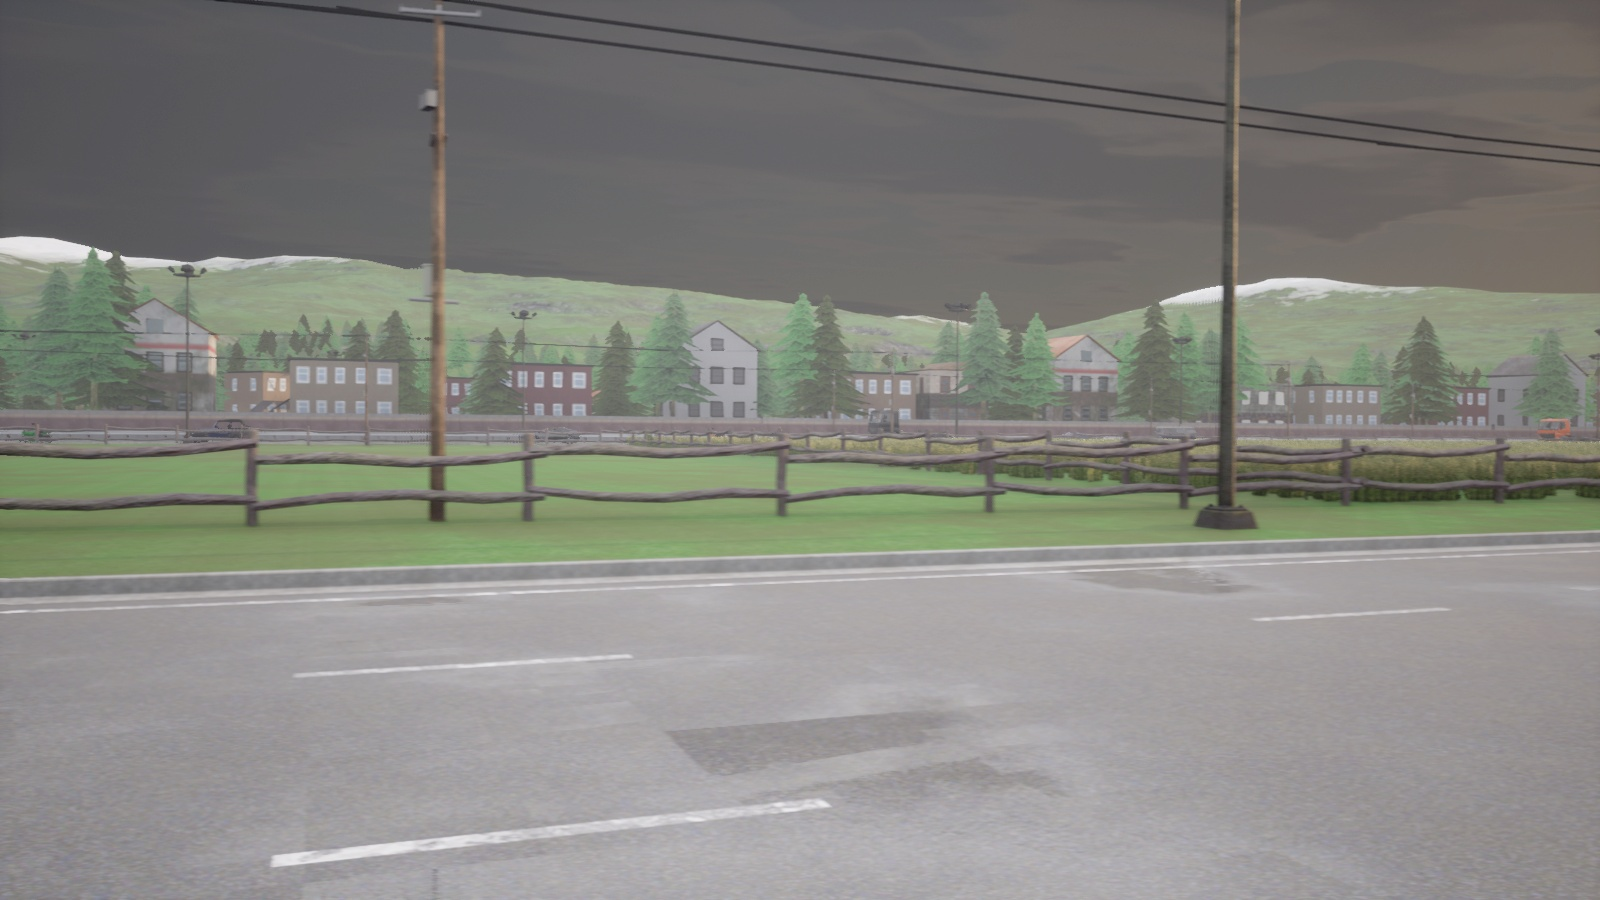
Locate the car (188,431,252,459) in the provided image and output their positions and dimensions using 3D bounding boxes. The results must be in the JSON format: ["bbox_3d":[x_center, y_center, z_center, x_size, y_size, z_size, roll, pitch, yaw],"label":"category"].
[{"bbox_3d":[-40.460,-0.378,87.671,3.866,1.878,1.905,-1,1,-21],"label":"car"}]
